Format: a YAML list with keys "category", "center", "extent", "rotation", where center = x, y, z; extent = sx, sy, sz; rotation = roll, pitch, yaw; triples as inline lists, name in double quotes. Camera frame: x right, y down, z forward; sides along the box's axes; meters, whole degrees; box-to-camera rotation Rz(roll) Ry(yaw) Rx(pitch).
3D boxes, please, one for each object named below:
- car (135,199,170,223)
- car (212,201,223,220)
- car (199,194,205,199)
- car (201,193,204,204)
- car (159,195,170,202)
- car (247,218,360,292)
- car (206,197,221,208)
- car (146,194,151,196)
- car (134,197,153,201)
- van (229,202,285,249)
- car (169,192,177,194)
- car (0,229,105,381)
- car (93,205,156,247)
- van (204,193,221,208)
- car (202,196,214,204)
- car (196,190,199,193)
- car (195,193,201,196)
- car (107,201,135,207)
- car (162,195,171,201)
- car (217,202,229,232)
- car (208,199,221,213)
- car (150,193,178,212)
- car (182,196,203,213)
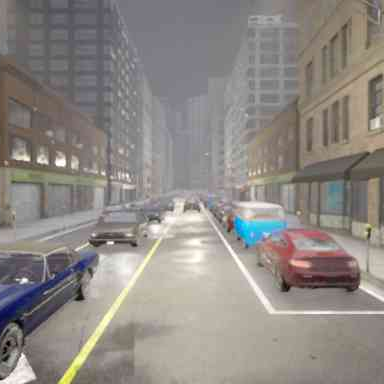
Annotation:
- category: "car"
  center: [-3.090, 1.541, 25.844]
  extent: [2.033, 1.411, 5.357]
  rotation: [0, 0, 0]
- category: "car"
  center: [2.758, 1.577, 25.298]
  extent: [1.802, 1.307, 4.206]
  rotation: [0, 0, 0]
- category: "car"
  center: [2.751, 1.197, 92.098]
  extent: [1.752, 1.417, 4.829]
  rotation: [0, 0, 0]
- category: "car"
  center: [2.757, 1.232, 47.507]
  extent: [2.192, 1.841, 5.009]
  rotation: [0, 0, 0]
- category: "car"
  center: [-5.773, 1.363, 69.724]
  extent: [1.887, 1.381, 4.507]
  rotation: [0, 0, 0]
- category: "car"
  center: [2.760, 1.581, 8.640]
  extent: [1.802, 1.307, 4.206]
  rotation: [0, 0, 0]
- category: "car"
  center: [2.758, 1.546, 36.405]
  extent: [1.802, 1.307, 4.206]
  rotation: [0, 0, 0]
- category: "car"
  center: [-5.769, 1.232, 47.510]
  extent: [2.192, 1.841, 5.009]
  rotation: [0, 0, 0]
- category: "car"
  center: [-5.767, 1.515, 36.407]
  extent: [2.008, 1.369, 4.403]
  rotation: [0, 0, 0]
- category: "van"
  center: [2.758, 1.340, 14.192]
  extent: [1.690, 1.788, 3.998]
  rotation: [0, 0, 0]
- category: "car"
  center: [-5.773, 1.030, 86.379]
  extent: [2.192, 1.841, 5.009]
  rotation: [0, 0, 0]
- category: "car"
  center: [-3.091, 1.601, 5.573]
  extent: [1.895, 1.301, 4.718]
  rotation: [0, 0, 0]
- category: "car"
  center: [-3.090, 1.547, 15.305]
  extent: [2.033, 1.411, 5.357]
  rotation: [0, 0, 0]
- category: "van"
  center: [2.757, 1.281, 41.956]
  extent: [1.690, 1.788, 3.998]
  rotation: [0, 0, 0]
- category: "car"
  center: [2.754, 1.452, 58.612]
  extent: [1.802, 1.307, 4.206]
  rotation: [0, 0, 0]
- category: "car"
  center: [2.753, 1.067, 80.822]
  extent: [2.192, 1.841, 5.009]
  rotation: [0, 0, 0]
- category: "car"
  center: [-0.002, 1.393, 47.786]
  extent: [1.882, 1.535, 5.008]
  rotation: [0, 1, 0]
- category: "car"
  center: [-5.768, 1.577, 25.301]
  extent: [1.802, 1.307, 4.206]
  rotation: [0, 0, 0]
- category: "car"
  center: [-5.773, 1.369, 75.275]
  extent: [1.802, 1.307, 4.206]
  rotation: [0, 0, 0]
- category: "car"
  center: [2.758, 1.543, 19.743]
  extent: [1.887, 1.381, 4.507]
  rotation: [0, 0, 0]
- category: "car"
  center: [2.759, 1.565, 30.849]
  extent: [1.802, 1.307, 4.206]
  rotation: [0, 0, 0]
- category: "car"
  center: [-3.043, 1.315, 37.278]
  extent: [2.097, 1.767, 4.553]
  rotation: [0, 0, 0]
- category: "car"
  center: [-0.006, 1.487, 37.055]
  extent: [1.812, 1.442, 4.674]
  rotation: [0, 0, 0]
